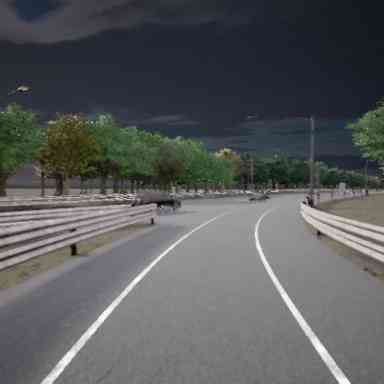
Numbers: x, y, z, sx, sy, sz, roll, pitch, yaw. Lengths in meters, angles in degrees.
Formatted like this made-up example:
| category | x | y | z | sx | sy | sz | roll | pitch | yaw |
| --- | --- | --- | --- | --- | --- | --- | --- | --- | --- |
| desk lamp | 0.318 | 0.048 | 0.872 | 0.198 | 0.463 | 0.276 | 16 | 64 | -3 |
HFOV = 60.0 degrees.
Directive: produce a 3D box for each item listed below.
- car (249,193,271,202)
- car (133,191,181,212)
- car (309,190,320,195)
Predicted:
| category | x | y | z | sx | sy | sz | roll | pitch | yaw |
| --- | --- | --- | --- | --- | --- | --- | --- | --- | --- |
| car | 11.010 | 0.787 | 53.754 | 2.033 | 1.411 | 5.357 | 1 | 2 | 35 |
| car | -3.418 | 0.917 | 33.210 | 2.150 | 2.045 | 5.566 | 1 | 2 | 35 |
| car | 29.488 | 0.183 | 80.021 | 1.812 | 1.442 | 4.674 | 1 | 1 | 35 |
